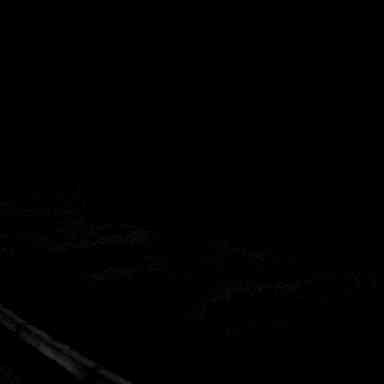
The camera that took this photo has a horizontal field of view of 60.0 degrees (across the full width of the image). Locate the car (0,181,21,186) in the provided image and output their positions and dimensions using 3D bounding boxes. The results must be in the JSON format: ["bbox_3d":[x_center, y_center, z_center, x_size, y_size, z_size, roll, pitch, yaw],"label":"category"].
[{"bbox_3d":[-44.080,-1.865,79.200,2.185,1.767,4.553,-5,-3,20],"label":"car"}]

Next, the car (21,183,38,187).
[{"bbox_3d":[-42.239,-1.552,84.617,2.163,1.488,4.792,-5,-3,18],"label":"car"}]

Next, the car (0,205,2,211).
[{"bbox_3d":[-21.571,1.508,34.688,1.812,1.442,4.674,-3,1,-12],"label":"car"}]

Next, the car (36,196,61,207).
[{"bbox_3d":[-23.333,1.398,54.258,2.097,1.767,4.553,-4,0,8],"label":"car"}]
